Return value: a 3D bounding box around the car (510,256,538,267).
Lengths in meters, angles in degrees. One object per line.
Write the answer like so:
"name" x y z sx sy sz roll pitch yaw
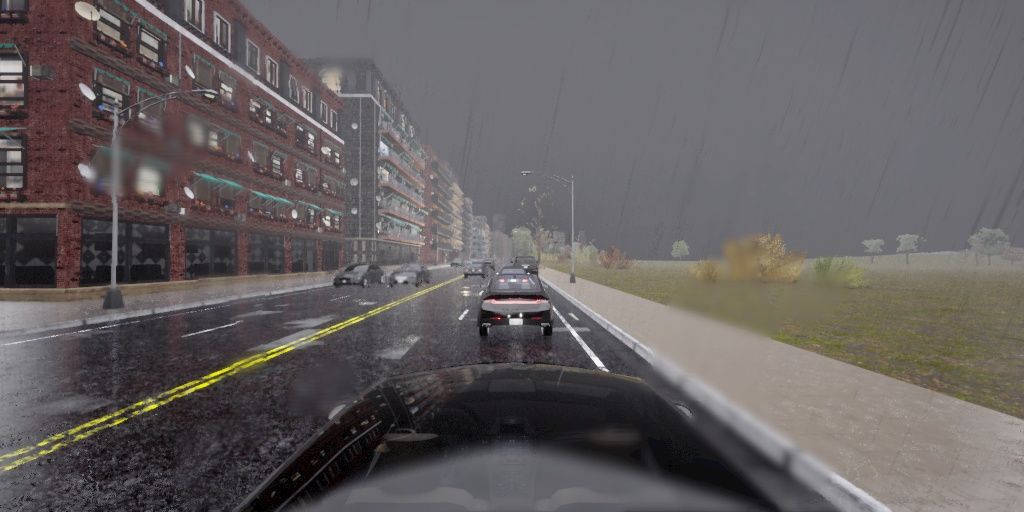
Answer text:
"car" 1.073 0.979 31.007 2.150 2.045 5.566 0 0 0

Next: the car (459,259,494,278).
"car" -3.239 1.300 33.445 2.033 1.411 5.357 0 0 3

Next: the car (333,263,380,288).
"car" -9.899 1.258 23.566 1.837 1.490 4.892 0 0 0

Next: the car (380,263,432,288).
"car" -6.650 1.245 23.844 2.128 1.511 4.902 0 0 0

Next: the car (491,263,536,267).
"car" 0.062 1.301 20.794 2.033 1.411 5.357 0 0 0

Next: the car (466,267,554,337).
"car" 0.082 1.243 10.354 2.128 1.511 4.902 0 0 0
